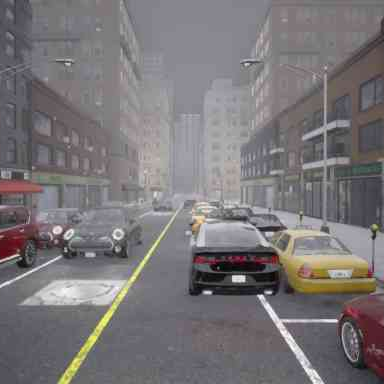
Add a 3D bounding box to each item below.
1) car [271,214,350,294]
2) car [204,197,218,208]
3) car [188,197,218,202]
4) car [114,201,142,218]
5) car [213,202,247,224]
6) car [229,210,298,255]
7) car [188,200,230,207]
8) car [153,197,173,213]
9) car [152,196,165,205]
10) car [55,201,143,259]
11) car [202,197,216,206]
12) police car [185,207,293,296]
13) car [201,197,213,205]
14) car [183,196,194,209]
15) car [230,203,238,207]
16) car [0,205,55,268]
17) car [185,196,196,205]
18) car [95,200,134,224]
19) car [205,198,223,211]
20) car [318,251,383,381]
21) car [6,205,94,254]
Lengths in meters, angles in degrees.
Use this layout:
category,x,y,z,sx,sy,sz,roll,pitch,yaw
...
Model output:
category,x,y,z,sx,sy,sz,roll,pitch,yaw
car,2.824,1.522,8.661,1.752,1.417,4.829,-1,0,0
car,2.669,1.497,47.762,1.752,1.417,4.829,-1,0,0
car,0.798,1.445,24.901,1.801,1.575,5.366,0,0,0
car,-5.802,1.568,30.798,1.802,1.307,4.206,-1,0,0
car,2.759,1.540,25.249,2.008,1.369,4.403,-1,0,0
car,2.803,1.561,14.077,1.947,1.339,4.313,-1,0,0
car,0.824,1.448,18.900,1.801,1.575,5.366,0,0,0
car,-3.161,1.545,37.297,1.994,1.385,4.181,0,0,0
car,-5.919,1.505,58.727,1.887,1.381,4.507,-1,0,0
car,-3.149,1.347,12.515,2.097,1.767,4.553,0,0,0
car,2.648,1.532,53.178,1.947,1.339,4.313,-1,0,0
police car,0.866,1.422,8.820,1.930,1.638,5.238,0,0,0
car,2.626,1.542,58.764,1.802,1.307,4.206,-1,0,0
car,-0.176,1.479,45.612,1.837,1.490,4.892,0,0,0
car,2.781,1.558,19.663,1.947,1.339,4.313,-1,0,0
car,-5.711,1.312,8.456,2.192,1.841,5.009,-1,0,0
car,-0.246,1.437,59.355,1.882,1.535,5.008,0,0,0
car,-5.780,1.430,25.212,1.967,1.590,4.097,-1,0,0
car,2.692,1.529,42.006,2.008,1.369,4.403,-1,0,0
car,2.848,1.581,2.905,1.802,1.307,4.206,-1,0,0
car,-5.733,1.435,14.041,1.967,1.590,4.097,-1,0,0
